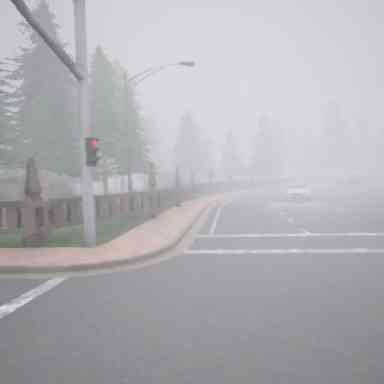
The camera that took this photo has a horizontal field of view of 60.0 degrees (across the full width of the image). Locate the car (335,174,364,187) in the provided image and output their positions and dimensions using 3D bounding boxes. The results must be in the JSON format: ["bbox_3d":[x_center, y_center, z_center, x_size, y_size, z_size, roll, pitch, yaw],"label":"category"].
[{"bbox_3d":[22.540,-1.815,47.701,4.553,1.767,2.097,-4,3,-34],"label":"car"}]

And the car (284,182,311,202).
[{"bbox_3d":[8.300,-0.038,26.336,1.812,1.442,4.674,-2,3,15],"label":"car"}]
